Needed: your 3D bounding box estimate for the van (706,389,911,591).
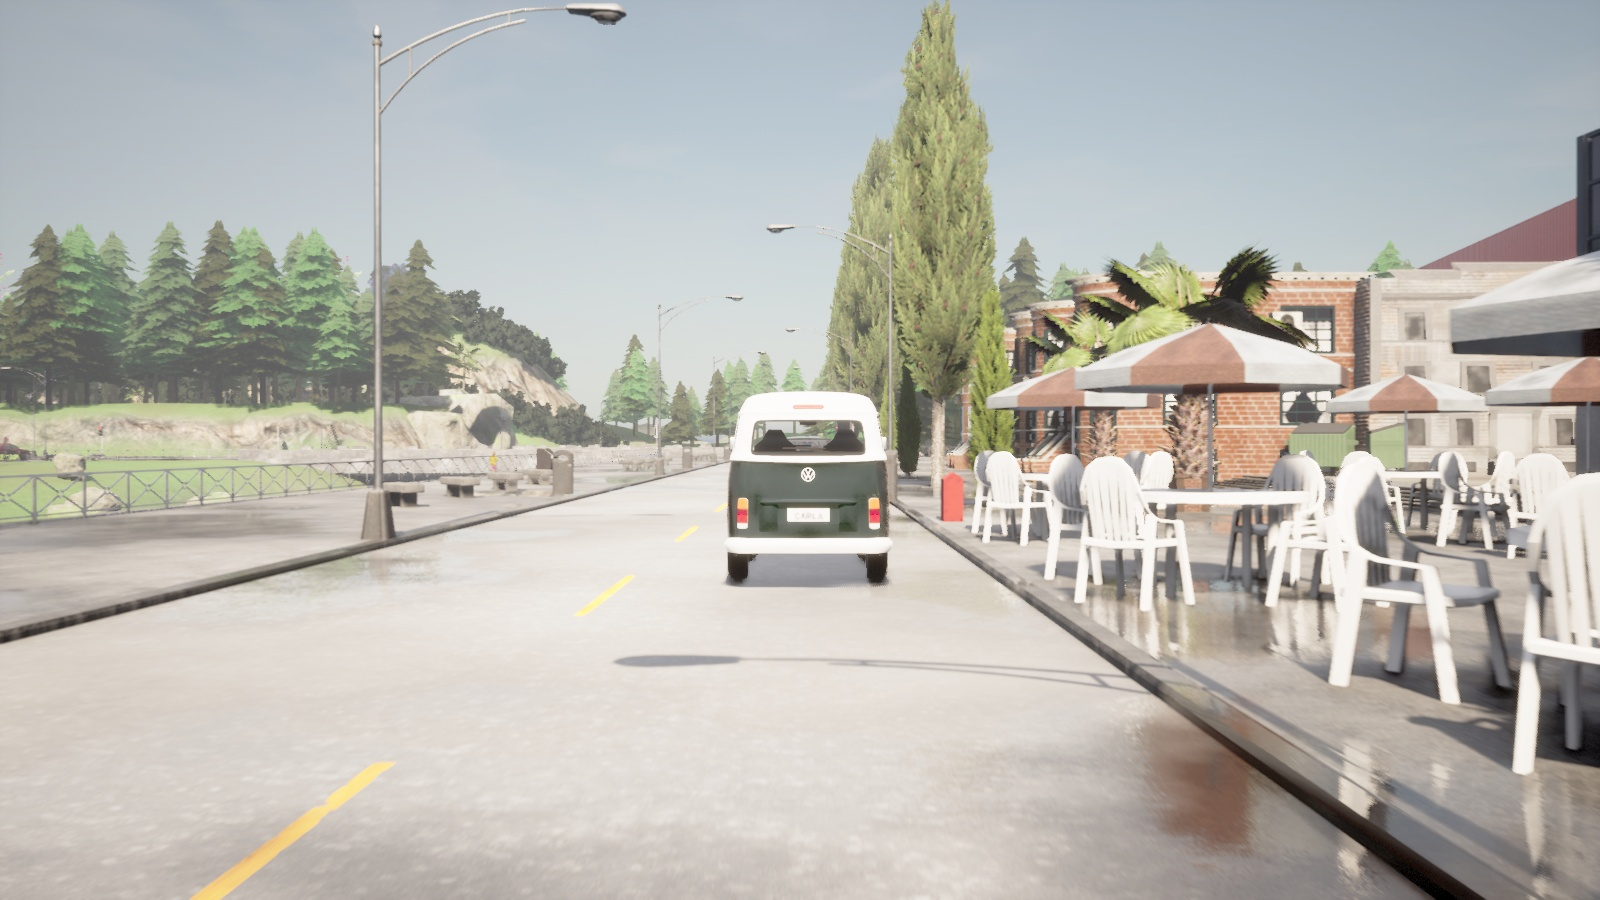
[{"bbox_3d":[0.098,0.387,14.925,2.069,2.038,4.480,0,0,0],"label":"van"}]
